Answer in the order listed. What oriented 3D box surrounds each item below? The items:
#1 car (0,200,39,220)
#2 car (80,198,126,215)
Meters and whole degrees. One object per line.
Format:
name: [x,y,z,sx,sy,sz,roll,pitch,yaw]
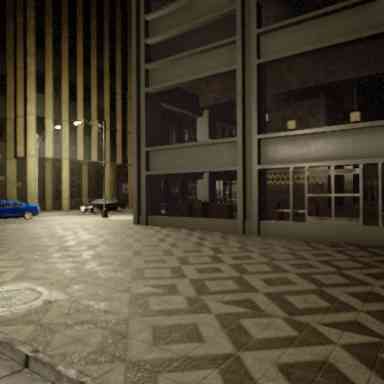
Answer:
car: [-14.225,1.412,25.118,1.882,1.535,5.008,-1,0,37]
car: [-8.743,1.386,32.835,2.128,1.511,4.902,-1,0,35]
